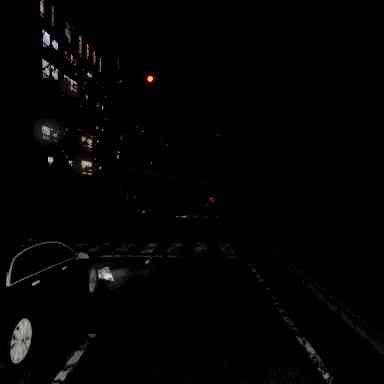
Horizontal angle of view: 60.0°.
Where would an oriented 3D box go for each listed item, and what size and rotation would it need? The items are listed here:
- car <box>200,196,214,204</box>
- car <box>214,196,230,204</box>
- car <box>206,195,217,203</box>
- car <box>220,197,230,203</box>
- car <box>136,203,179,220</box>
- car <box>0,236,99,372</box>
[{"bbox_3d":[2.802,1.755,68.280,1.812,1.442,4.674,0,0,10],"label":"car"},{"bbox_3d":[6.186,1.741,68.845,1.837,1.490,4.892,0,0,10],"label":"car"},{"bbox_3d":[4.689,1.660,79.428,2.097,1.767,4.553,0,0,12],"label":"car"},{"bbox_3d":[7.854,1.855,78.672,1.994,1.385,4.181,0,0,12],"label":"car"},{"bbox_3d":[-2.941,1.611,29.169,1.994,1.385,4.181,0,0,32],"label":"car"},{"bbox_3d":[-3.047,1.507,5.641,1.837,1.490,4.892,0,0,1],"label":"car"}]
